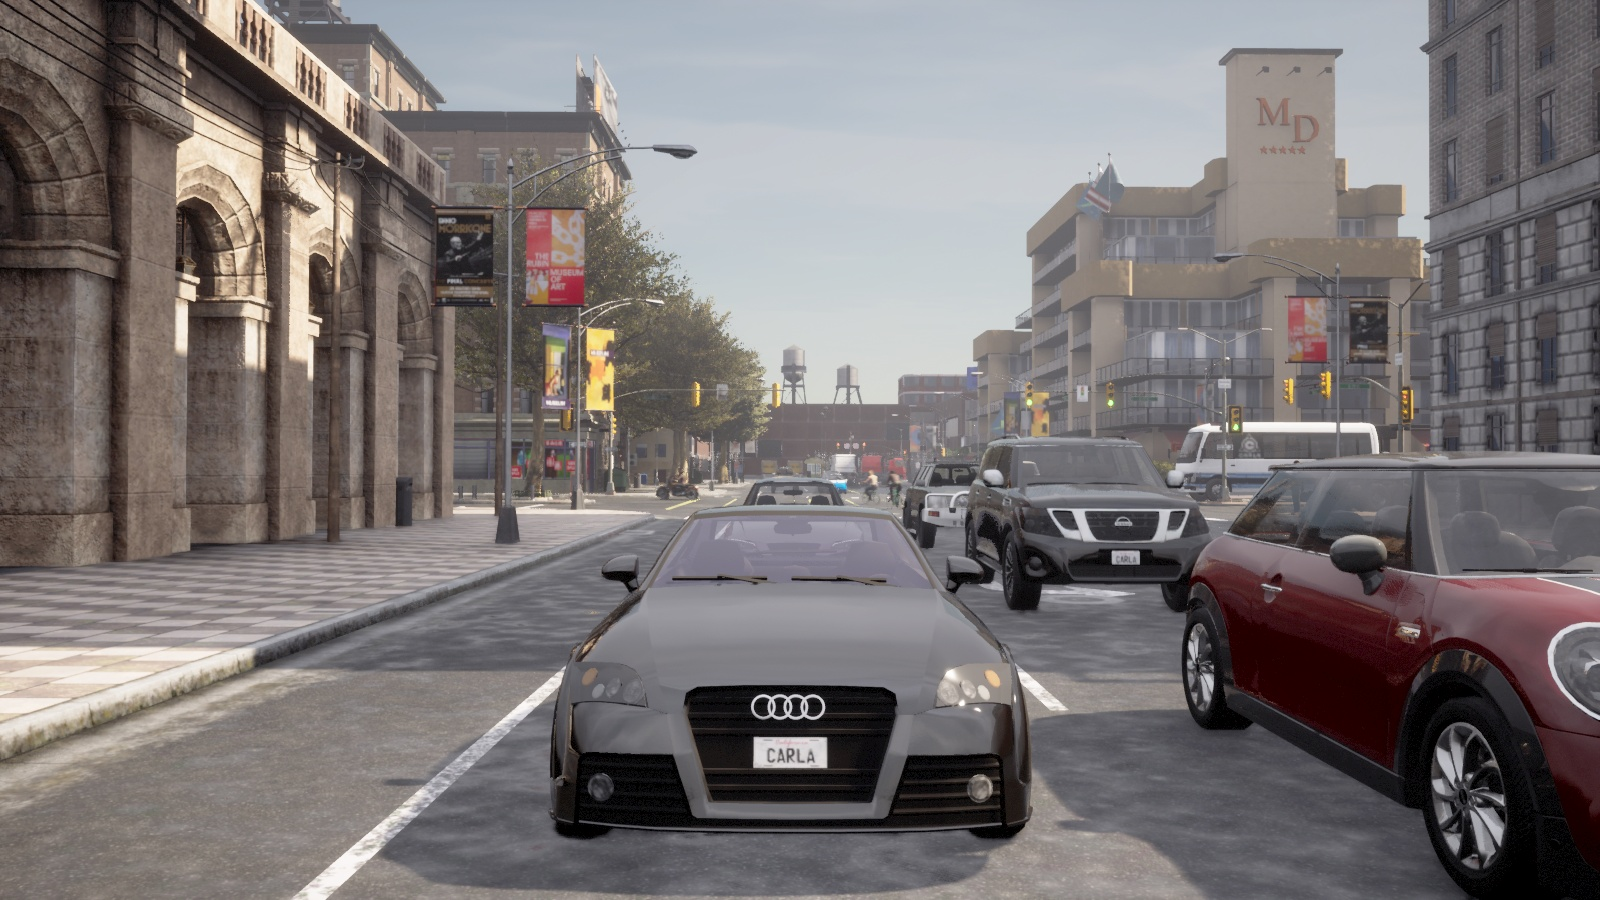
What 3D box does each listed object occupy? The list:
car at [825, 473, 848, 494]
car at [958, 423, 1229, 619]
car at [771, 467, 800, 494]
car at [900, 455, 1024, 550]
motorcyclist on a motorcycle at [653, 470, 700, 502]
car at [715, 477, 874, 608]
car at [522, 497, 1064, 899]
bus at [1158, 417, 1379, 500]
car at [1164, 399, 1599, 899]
[{"bbox_3d":[2.497,2.302,86.116,1.481,1.376,2.207,0,-1,-1],"label":"car"},{"bbox_3d":[3.434,0.787,15.994,2.150,2.045,5.566,0,-1,0],"label":"car"},{"bbox_3d":[-1.039,2.117,88.457,1.932,1.855,4.605,0,-1,-1],"label":"car"},{"bbox_3d":[3.349,1.068,26.832,1.932,1.855,4.605,0,-1,-1],"label":"car"},{"bbox_3d":[-6.515,1.900,66.211,2.350,1.649,0.766,-1,0,15],"label":"motorcyclist on a motorcycle"},{"bbox_3d":[-0.072,1.105,16.502,1.816,1.474,4.193,0,-1,0],"label":"car"},{"bbox_3d":[-0.032,0.991,6.719,1.994,1.385,4.181,0,-1,0],"label":"car"},{"bbox_3d":[24.795,0.460,66.964,10.273,4.253,3.944,0,-1,-1],"label":"bus"},{"bbox_3d":[3.469,0.760,5.993,2.097,1.767,4.553,0,-1,0],"label":"car"}]
